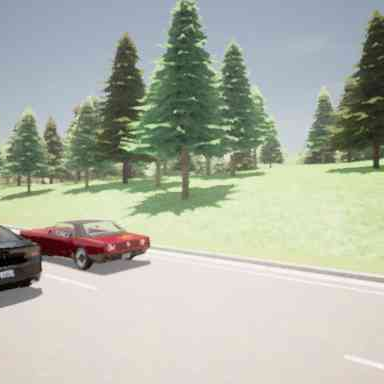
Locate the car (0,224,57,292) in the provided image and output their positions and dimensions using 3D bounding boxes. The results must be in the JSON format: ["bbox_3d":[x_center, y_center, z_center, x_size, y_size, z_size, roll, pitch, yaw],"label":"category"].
[{"bbox_3d":[-5.554,1.406,7.846,5.008,1.535,1.882,1,0,36],"label":"car"}]

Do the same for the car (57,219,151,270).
[{"bbox_3d":[-3.670,1.527,10.803,4.718,1.301,1.895,1,0,36],"label":"car"}]
